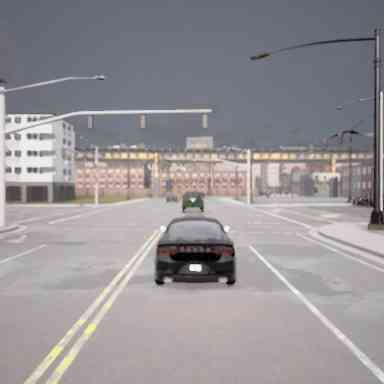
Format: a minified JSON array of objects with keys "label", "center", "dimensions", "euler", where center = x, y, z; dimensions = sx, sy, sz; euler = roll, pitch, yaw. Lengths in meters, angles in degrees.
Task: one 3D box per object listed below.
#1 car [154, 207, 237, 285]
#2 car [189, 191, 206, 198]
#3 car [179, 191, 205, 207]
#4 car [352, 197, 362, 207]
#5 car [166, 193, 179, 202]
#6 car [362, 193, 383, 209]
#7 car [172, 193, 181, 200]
[{"label":"car","center":[0.082,1.406,9.342],"dimensions":[1.882,1.535,5.008],"euler":[0,0,0]},{"label":"car","center":[1.501,0.634,88.930],"dimensions":[2.097,1.767,4.553],"euler":[0,1,35]},{"label":"car","center":[0.095,0.920,35.065],"dimensions":[2.150,2.045,5.566],"euler":[0,0,0]},{"label":"car","center":[21.525,0.867,39.580],"dimensions":[4.553,1.767,2.097],"euler":[-1,0,1]},{"label":"car","center":[-3.546,1.055,59.260],"dimensions":[1.837,1.490,4.892],"euler":[0,0,1]},{"label":"car","center":[21.654,1.041,36.080],"dimensions":[4.892,1.490,1.837],"euler":[-1,0,1]},{"label":"car","center":[-3.486,0.913,74.327],"dimensions":[1.882,1.535,5.008],"euler":[0,0,0]}]
